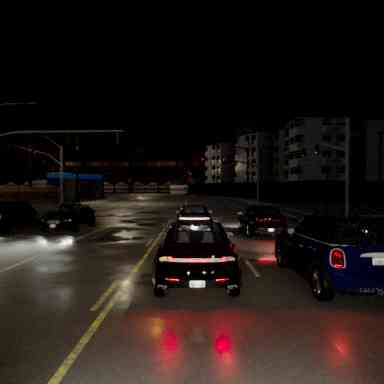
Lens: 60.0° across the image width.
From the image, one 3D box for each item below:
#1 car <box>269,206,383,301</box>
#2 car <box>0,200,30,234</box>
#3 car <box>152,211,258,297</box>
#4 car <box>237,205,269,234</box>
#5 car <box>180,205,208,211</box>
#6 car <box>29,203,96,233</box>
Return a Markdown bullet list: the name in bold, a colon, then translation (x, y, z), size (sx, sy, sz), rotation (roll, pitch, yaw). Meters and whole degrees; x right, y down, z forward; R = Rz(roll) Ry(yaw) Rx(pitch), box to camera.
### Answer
- **car**: translation (3.607, 1.347, 8.494), size (2.097, 1.767, 4.553), rotation (0, 0, 0)
- **car**: translation (-10.499, 1.301, 18.546), size (2.097, 1.767, 4.553), rotation (0, 0, 0)
- **car**: translation (0.106, 1.487, 8.587), size (2.128, 1.511, 4.902), rotation (0, 0, 0)
- **car**: translation (3.615, 1.467, 17.616), size (1.837, 1.490, 4.892), rotation (0, 0, 0)
- **car**: translation (0.116, 1.448, 18.000), size (2.128, 1.511, 4.902), rotation (0, 0, 0)
- **car**: translation (-6.990, 1.438, 19.171), size (2.128, 1.511, 4.902), rotation (0, 0, 0)
